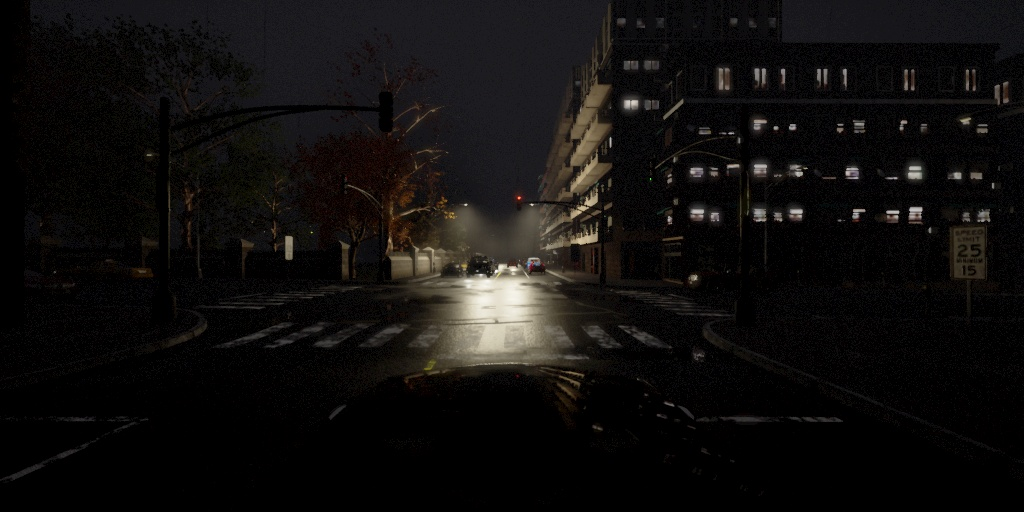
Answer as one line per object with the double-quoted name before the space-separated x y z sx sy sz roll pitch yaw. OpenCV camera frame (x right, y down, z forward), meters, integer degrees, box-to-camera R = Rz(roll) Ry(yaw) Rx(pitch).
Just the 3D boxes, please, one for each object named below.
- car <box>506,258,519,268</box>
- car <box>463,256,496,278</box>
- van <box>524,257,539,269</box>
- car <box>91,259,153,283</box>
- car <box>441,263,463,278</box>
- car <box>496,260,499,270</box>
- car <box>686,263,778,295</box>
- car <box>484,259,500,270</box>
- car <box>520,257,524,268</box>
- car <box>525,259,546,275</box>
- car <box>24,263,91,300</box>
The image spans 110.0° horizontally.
"car" 0.090 1.304 62.659 1.837 1.490 4.892 0 0 0
"car" -3.037 0.986 34.654 2.150 2.045 5.566 0 0 1
"van" 2.756 1.116 45.615 1.690 1.789 3.998 0 0 0
"car" -24.714 0.882 21.690 4.829 1.417 1.751 0 0 0
"car" -5.642 1.330 34.367 1.948 1.339 4.313 0 0 0
"car" -3.034 1.322 44.906 2.033 1.411 5.357 0 0 0
"car" 13.479 1.353 21.998 5.009 1.841 2.192 0 0 0
"car" -3.010 1.279 55.005 2.128 1.511 4.902 0 0 0
"car" 2.772 1.230 56.875 1.967 1.591 4.097 0 0 0
"car" 2.747 1.314 39.985 1.888 1.381 4.507 0 0 0
"car" -18.945 1.007 13.356 4.207 1.307 1.802 0 0 0
